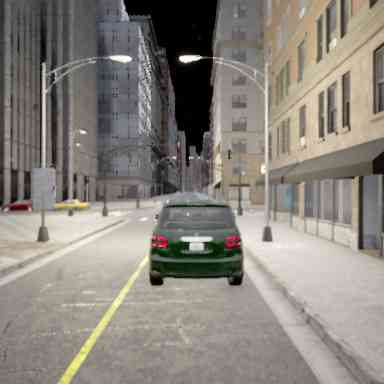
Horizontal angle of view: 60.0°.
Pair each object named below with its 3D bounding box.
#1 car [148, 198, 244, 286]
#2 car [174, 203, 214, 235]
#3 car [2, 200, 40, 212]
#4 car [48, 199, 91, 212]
[{"bbox_3d":[0.098,1.185,9.431,2.150,2.045,5.566,0,0,0],"label":"car"},{"bbox_3d":[0.089,1.469,19.683,2.033,1.411,5.357,0,0,0],"label":"car"},{"bbox_3d":[-19.867,1.607,39.103,4.507,1.381,1.887,-1,0,0],"label":"car"},{"bbox_3d":[-14.413,1.533,39.136,4.829,1.417,1.752,-1,0,0],"label":"car"}]
